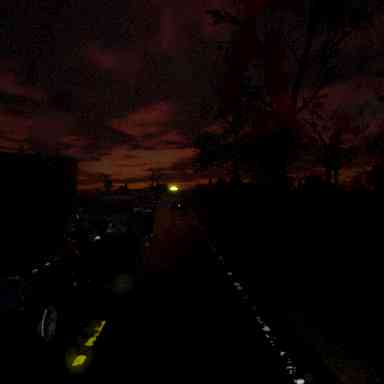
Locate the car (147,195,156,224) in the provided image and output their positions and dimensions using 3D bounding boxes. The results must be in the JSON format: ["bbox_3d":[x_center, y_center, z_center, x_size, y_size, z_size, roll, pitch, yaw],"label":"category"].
[{"bbox_3d":[-3.855,1.221,24.721,2.150,2.045,5.566,0,0,-2],"label":"car"}]

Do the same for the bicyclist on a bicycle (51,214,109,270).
[{"bbox_3d":[-3.241,1.454,9.629,1.656,1.620,0.582,0,0,-3],"label":"bicyclist on a bicycle"}]

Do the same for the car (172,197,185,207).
[{"bbox_3d":[-2.069,1.515,50.975,1.812,1.442,4.674,0,0,-2],"label":"car"}]

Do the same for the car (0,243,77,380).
[{"bbox_3d":[-2.955,1.602,3.530,1.895,1.301,4.718,0,0,-2],"label":"car"}]

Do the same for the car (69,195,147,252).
[{"bbox_3d":[-3.403,1.222,14.249,2.150,2.045,5.566,0,0,-2],"label":"car"}]

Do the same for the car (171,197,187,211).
[{"bbox_3d":[-1.618,1.559,41.031,1.994,1.385,4.181,0,0,-3],"label":"car"}]
